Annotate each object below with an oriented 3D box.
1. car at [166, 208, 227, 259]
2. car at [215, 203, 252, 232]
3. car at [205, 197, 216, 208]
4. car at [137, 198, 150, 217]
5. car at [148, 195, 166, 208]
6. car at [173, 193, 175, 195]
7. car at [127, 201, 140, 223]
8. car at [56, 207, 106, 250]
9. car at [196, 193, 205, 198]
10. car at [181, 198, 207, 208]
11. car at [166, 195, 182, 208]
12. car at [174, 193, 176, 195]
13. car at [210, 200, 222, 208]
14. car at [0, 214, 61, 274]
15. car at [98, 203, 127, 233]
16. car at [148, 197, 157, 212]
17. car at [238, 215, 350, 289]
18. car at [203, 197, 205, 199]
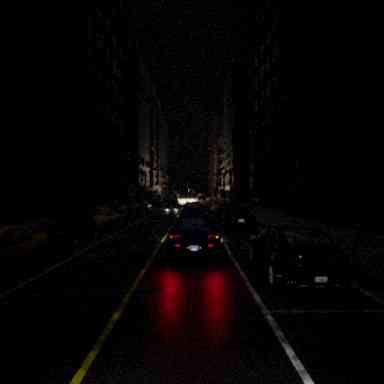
[{"bbox_3d":[0.081,1.523,12.396,1.812,1.442,4.674,0,0,0],"label":"car"},{"bbox_3d":[2.646,1.561,19.797,1.947,1.339,4.313,0,0,0],"label":"car"},{"bbox_3d":[2.653,1.511,36.206,1.752,1.417,4.829,0,0,0],"label":"car"},{"bbox_3d":[-5.375,1.541,30.635,2.008,1.369,4.403,0,0,0],"label":"car"},{"bbox_3d":[-5.367,1.292,46.873,2.192,1.841,5.009,0,0,0],"label":"car"},{"bbox_3d":[-5.356,1.504,73.337,2.008,1.369,4.403,0,0,0],"label":"car"},{"bbox_3d":[-5.377,1.576,25.222,1.802,1.307,4.206,0,0,0],"label":"car"},{"bbox_3d":[-5.382,1.563,14.397,1.947,1.339,4.313,0,0,0],"label":"car"},{"bbox_3d":[2.677,1.374,89.688,1.967,1.590,4.097,0,0,0],"label":"car"},{"bbox_3d":[0.089,1.518,27.556,1.812,1.442,4.674,0,0,0],"label":"car"},{"bbox_3d":[-2.771,1.523,47.596,2.033,1.411,5.357,0,0,1],"label":"car"},{"bbox_3d":[-5.353,1.492,78.791,1.887,1.381,4.507,0,0,0],"label":"car"},{"bbox_3d":[2.648,1.559,25.209,1.947,1.339,4.313,0,0,0],"label":"car"},{"bbox_3d":[-5.384,1.524,8.814,1.752,1.417,4.829,0,0,0],"label":"car"},{"bbox_3d":[-5.380,1.521,19.639,1.752,1.417,4.829,0,0,0],"label":"car"},{"bbox_3d":[-5.372,1.537,36.048,2.008,1.369,4.403,0,0,0],"label":"car"},{"bbox_3d":[2.641,1.549,8.972,2.008,1.369,4.403,0,0,0],"label":"car"},{"bbox_3d":[2.655,1.563,41.448,1.802,1.307,4.206,0,0,0],"label":"car"}]
